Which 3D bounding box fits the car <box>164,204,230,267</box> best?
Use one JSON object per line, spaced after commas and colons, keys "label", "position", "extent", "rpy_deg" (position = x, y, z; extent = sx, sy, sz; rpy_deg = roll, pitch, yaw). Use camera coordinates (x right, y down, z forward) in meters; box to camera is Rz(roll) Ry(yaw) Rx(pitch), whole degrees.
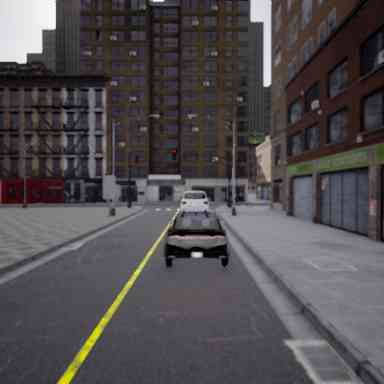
{"label": "car", "position": [0.143, 1.378, 10.998], "extent": [2.128, 1.511, 4.902], "rpy_deg": [0, 1, 0]}

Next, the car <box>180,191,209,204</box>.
{"label": "car", "position": [0.210, 0.934, 26.761], "extent": [2.150, 2.045, 5.566], "rpy_deg": [0, 0, 0]}

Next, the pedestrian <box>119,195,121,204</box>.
{"label": "pedestrian", "position": [-9.966, 1.016, 46.077], "extent": [0.375, 1.300, 0.375], "rpy_deg": [0, 1, 0]}
